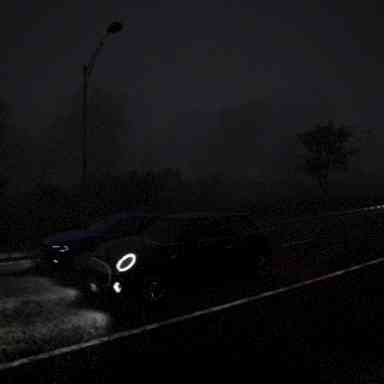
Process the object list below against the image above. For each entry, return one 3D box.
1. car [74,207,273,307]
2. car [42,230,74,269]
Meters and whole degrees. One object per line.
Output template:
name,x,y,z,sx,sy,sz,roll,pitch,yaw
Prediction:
car,-0.177,1.320,8.092,4.553,1.767,2.097,-1,1,-35
car,-2.219,1.447,10.927,5.008,1.535,1.882,-2,1,-35
